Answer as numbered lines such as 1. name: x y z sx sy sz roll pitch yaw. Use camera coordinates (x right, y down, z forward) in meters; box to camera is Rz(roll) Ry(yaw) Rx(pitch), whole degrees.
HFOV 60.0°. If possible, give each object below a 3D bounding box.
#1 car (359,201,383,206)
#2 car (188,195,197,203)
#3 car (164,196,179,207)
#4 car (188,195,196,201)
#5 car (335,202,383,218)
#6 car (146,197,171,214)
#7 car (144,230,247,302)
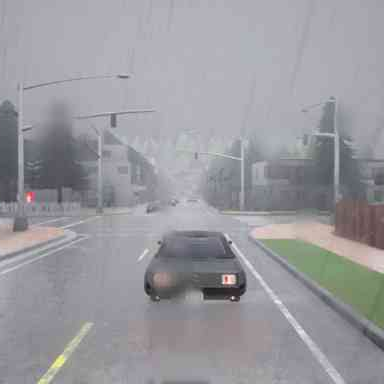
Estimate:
1. car: 15.463 1.486 25.517 4.892 1.490 1.837 0 0 -8
2. car: 0.037 1.595 71.450 1.895 1.301 4.718 0 0 0
3. car: -3.570 1.351 50.968 2.097 1.767 4.553 0 0 0
4. car: 0.039 1.478 81.486 1.882 1.535 5.008 0 0 0
5. car: 15.313 1.582 29.278 4.718 1.301 1.895 0 0 -8
6. car: -3.585 1.563 34.773 1.994 1.385 4.181 0 0 0
7. car: 0.072 1.601 8.219 1.895 1.301 4.718 0 0 0
